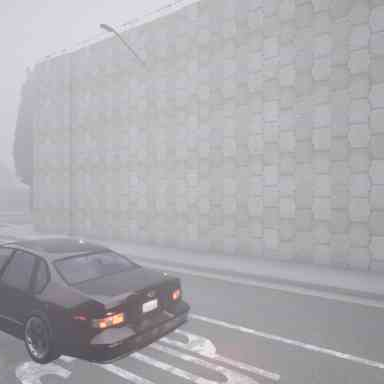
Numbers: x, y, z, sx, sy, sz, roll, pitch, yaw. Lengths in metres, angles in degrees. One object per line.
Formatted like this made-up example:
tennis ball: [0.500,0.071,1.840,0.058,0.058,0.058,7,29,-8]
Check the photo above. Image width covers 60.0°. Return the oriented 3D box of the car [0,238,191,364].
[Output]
car: [-2.602,1.547,5.834,5.357,1.411,2.033,0,0,35]
